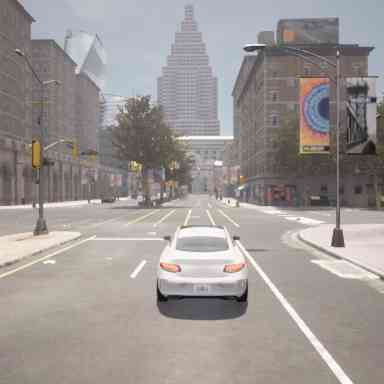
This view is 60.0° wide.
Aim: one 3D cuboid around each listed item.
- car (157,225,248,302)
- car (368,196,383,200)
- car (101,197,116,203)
[{"bbox_3d":[0.240,1.526,8.163,1.812,1.442,4.674,0,0,1],"label":"car"},{"bbox_3d":[35.820,1.481,67.513,2.231,1.521,4.892,0,0,1],"label":"car"},{"bbox_3d":[-16.892,1.595,67.190,1.895,1.301,4.718,0,0,1],"label":"car"}]
